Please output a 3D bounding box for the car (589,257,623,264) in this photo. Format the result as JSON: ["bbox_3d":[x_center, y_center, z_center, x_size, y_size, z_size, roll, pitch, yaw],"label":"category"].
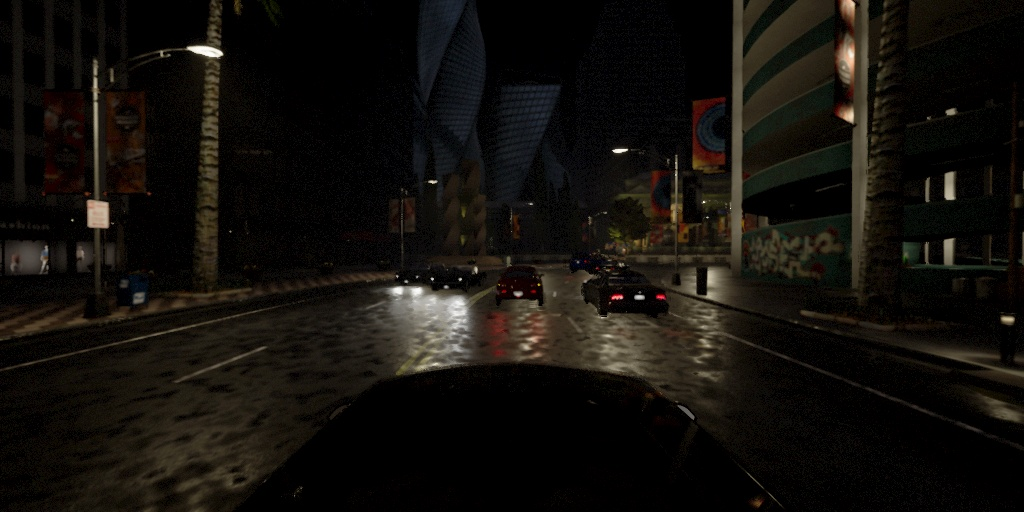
[{"bbox_3d":[8.527,1.022,30.099,2.033,1.411,5.357,0,1,31],"label":"car"}]

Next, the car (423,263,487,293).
[{"bbox_3d":[-2.816,1.178,19.514,1.895,1.301,4.718,0,1,10],"label":"car"}]

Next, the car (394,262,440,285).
[{"bbox_3d":[-5.561,1.086,23.588,2.033,1.411,5.357,0,1,14],"label":"car"}]

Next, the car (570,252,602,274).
[{"bbox_3d":[7.612,0.650,34.876,2.150,2.045,5.566,0,0,36],"label":"car"}]

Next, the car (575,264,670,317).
[{"bbox_3d":[3.698,1.191,12.600,2.033,1.411,5.357,0,1,2],"label":"car"}]

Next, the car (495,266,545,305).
[{"bbox_3d":[0.391,1.147,15.011,1.812,1.442,4.674,0,1,4],"label":"car"}]
